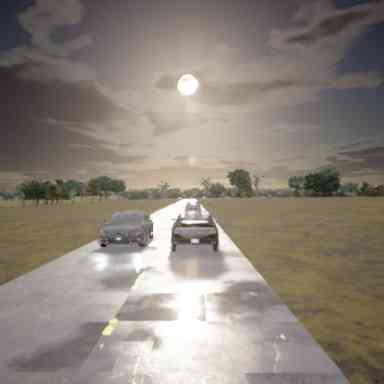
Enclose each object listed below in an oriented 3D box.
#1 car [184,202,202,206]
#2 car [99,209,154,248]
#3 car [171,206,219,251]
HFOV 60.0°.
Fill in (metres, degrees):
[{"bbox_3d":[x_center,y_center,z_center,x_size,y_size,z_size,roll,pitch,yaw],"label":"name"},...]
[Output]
[{"bbox_3d":[0.116,1.766,36.816,2.033,1.411,5.357,0,0,0],"label":"car"},{"bbox_3d":[-2.842,1.576,15.311,1.837,1.490,4.892,0,0,0],"label":"car"},{"bbox_3d":[0.107,1.556,14.367,2.128,1.511,4.902,0,0,0],"label":"car"}]
